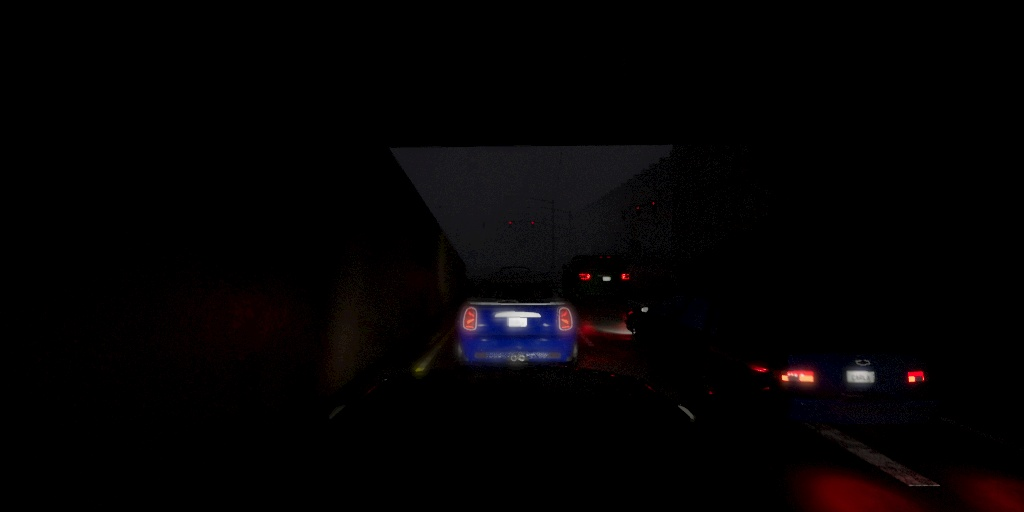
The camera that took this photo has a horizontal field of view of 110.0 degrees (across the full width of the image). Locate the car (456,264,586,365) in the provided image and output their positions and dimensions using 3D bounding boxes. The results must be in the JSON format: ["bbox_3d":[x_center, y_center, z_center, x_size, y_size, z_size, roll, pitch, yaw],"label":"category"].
[{"bbox_3d":[0.108,1.102,7.984,2.097,1.767,4.553,0,0,0],"label":"car"}]

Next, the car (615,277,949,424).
[{"bbox_3d":[3.612,1.297,6.212,2.033,1.411,5.357,0,0,0],"label":"car"}]

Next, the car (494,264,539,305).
[{"bbox_3d":[0.136,1.228,17.267,1.882,1.535,5.008,0,0,-1],"label":"car"}]

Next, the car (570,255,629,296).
[{"bbox_3d":[3.649,0.971,16.458,2.150,2.045,5.566,0,0,0],"label":"car"}]
